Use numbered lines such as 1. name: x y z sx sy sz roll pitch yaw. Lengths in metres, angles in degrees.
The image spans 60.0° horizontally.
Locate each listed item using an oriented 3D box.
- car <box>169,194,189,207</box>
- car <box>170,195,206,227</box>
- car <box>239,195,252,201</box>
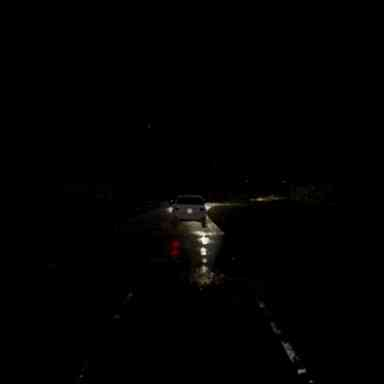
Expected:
1. car: -1.871 1.223 48.922 2.097 1.767 4.553 1 0 7
2. car: -0.220 1.214 23.006 2.150 2.045 5.566 1 0 -2
3. car: 14.715 1.668 94.447 2.033 1.411 5.357 1 0 24
